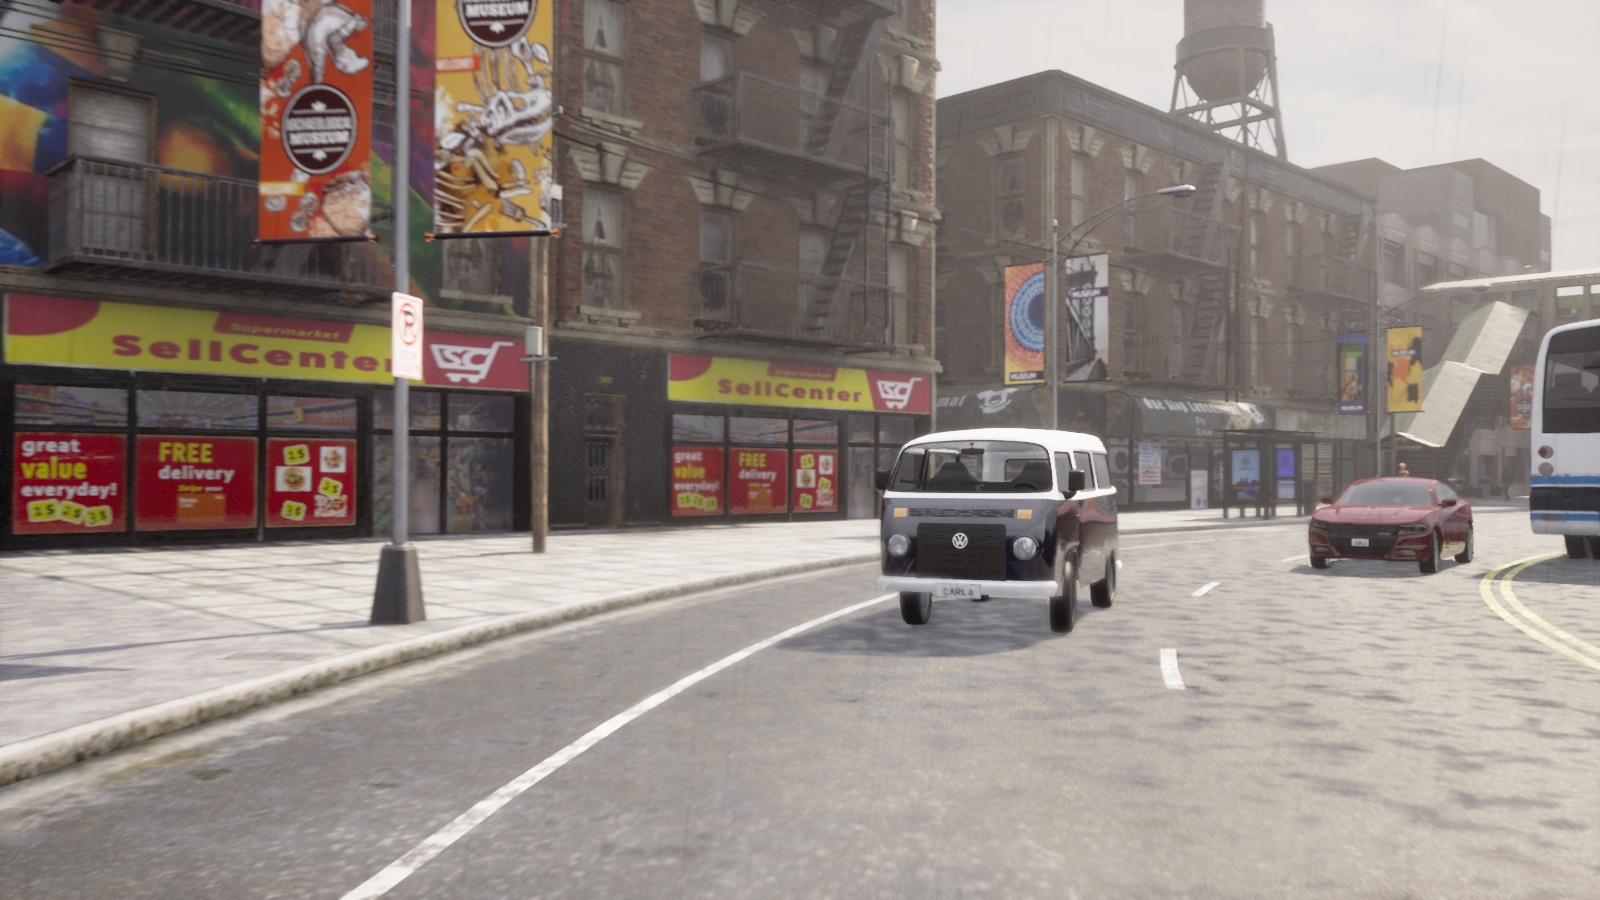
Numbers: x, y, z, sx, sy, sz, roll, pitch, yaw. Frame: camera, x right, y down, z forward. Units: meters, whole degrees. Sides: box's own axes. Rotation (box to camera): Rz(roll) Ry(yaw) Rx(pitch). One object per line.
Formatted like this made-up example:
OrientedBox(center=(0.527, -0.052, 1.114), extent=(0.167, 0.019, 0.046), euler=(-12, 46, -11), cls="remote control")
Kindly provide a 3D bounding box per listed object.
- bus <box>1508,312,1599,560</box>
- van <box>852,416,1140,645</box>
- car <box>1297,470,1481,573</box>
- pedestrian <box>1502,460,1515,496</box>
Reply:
OrientedBox(center=(17.588, -0.197, 24.987), extent=(3.944, 4.253, 10.273), euler=(-1, -1, 42), cls="bus")
OrientedBox(center=(2.319, 0.759, 13.615), extent=(2.069, 2.038, 4.480), euler=(-1, -1, 22), cls="van")
OrientedBox(center=(10.173, 1.121, 21.464), extent=(1.882, 1.535, 5.008), euler=(-1, -1, 37), cls="car")
OrientedBox(center=(36.999, 1.456, 65.543), extent=(0.614, 1.847, 0.353), euler=(1, -1, -35), cls="pedestrian")
